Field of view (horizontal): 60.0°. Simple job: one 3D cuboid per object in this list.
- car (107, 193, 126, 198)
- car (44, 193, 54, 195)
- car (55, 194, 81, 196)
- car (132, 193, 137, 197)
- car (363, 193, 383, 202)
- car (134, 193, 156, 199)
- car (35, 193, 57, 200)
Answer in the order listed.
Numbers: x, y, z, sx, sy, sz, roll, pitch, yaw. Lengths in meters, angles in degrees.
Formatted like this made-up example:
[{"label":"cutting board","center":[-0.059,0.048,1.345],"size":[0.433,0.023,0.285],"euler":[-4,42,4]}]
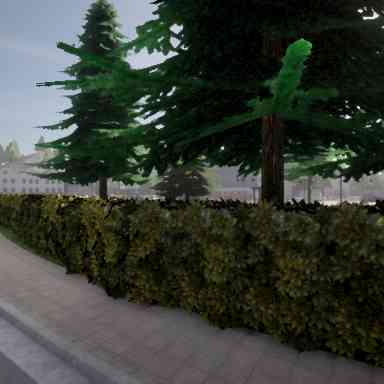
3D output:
[{"label":"car","center":[-20.394,1.153,90.259],"size":[5.027,1.636,2.152],"euler":[0,0,-36]},{"label":"car","center":[-29.661,1.298,72.138],"size":[4.514,1.523,2.007],"euler":[0,0,-36]},{"label":"car","center":[-23.868,1.320,63.995],"size":[3.633,1.501,1.845],"euler":[0,0,-36]},{"label":"car","center":[-10.904,1.097,77.745],"size":[4.605,1.855,1.932],"euler":[0,0,-36]},{"label":"car","center":[37.550,1.225,68.574],"size":[5.566,2.045,2.150],"euler":[0,0,-36]},{"label":"car","center":[-7.945,1.384,60.661],"size":[3.806,1.475,1.970],"euler":[0,0,-36]},{"label":"car","center":[-36.346,1.097,82.672],"size":[4.605,1.855,1.932],"euler":[0,0,-36]}]
